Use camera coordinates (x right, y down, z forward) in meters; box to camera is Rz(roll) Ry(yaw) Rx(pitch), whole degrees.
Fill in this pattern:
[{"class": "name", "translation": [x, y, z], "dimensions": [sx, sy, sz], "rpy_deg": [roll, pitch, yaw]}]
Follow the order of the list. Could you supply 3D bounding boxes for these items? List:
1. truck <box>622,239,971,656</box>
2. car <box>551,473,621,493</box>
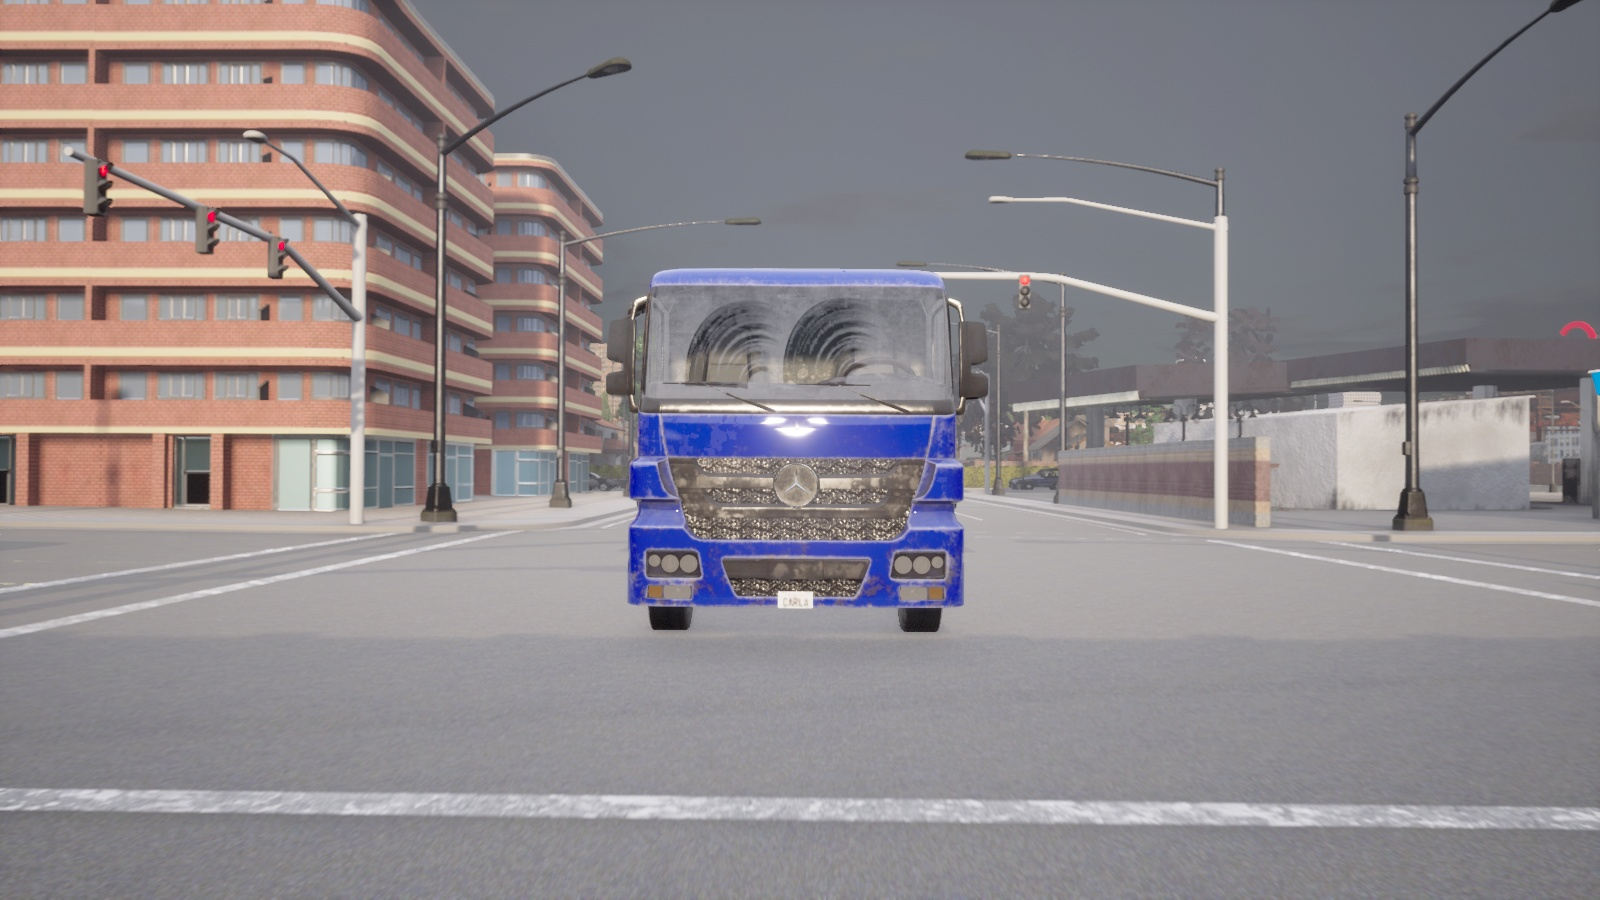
[{"class": "truck", "translation": [-0.039, 0.039, 14.397], "dimensions": [2.891, 3.462, 7.936], "rpy_deg": [0, -1, 0]}, {"class": "car", "translation": [-15.842, 2.442, 93.134], "dimensions": [4.892, 1.490, 1.837], "rpy_deg": [0, -1, 1]}]
